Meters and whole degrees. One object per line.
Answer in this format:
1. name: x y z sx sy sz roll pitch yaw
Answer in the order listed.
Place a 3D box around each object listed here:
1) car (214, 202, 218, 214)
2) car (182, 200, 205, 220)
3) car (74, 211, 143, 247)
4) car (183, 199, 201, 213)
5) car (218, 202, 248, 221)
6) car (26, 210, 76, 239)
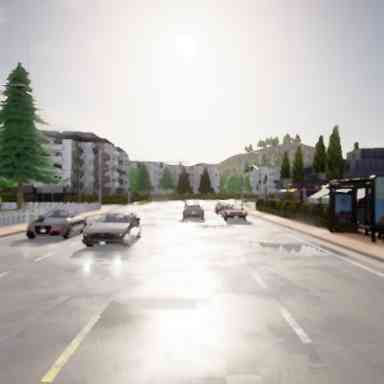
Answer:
1. car: 3.574 1.787 38.473 1.895 1.301 4.718 0 0 1
2. car: 0.118 1.710 30.204 1.994 1.385 4.181 0 0 0
3. car: -3.501 1.624 15.660 2.033 1.411 5.357 0 0 0
4. car: -0.069 1.694 41.980 2.128 1.511 4.902 0 0 -2
5. car: 3.563 1.740 28.868 1.895 1.301 4.718 0 0 1
6. car: -7.054 1.650 17.764 1.994 1.385 4.181 0 0 0
